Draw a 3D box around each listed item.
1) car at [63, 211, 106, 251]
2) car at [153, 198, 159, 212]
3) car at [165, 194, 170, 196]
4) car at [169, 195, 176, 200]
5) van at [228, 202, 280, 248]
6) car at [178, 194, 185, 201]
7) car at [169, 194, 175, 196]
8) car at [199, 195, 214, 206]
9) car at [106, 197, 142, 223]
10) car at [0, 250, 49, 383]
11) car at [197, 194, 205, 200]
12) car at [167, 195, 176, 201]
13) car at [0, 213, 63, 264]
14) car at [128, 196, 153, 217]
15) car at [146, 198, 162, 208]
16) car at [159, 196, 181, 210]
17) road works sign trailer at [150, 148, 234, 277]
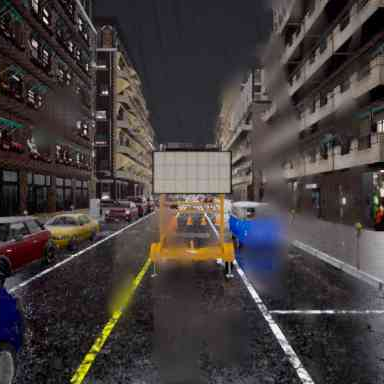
[{"bbox_3d":[-5.316,1.527,14.233,1.752,1.417,4.829,1,0,0],"label":"car"},{"bbox_3d":[-5.327,1.319,36.599,2.192,1.841,5.009,1,0,0],"label":"car"},{"bbox_3d":[-5.343,1.529,58.625,1.752,1.417,4.829,1,0,0],"label":"car"},{"bbox_3d":[-5.363,1.582,92.089,1.802,1.307,4.206,1,0,0],"label":"car"},{"bbox_3d":[2.566,1.343,14.427,1.690,1.788,3.998,1,0,0],"label":"van"},{"bbox_3d":[-2.802,1.352,84.591,2.097,1.767,4.553,0,0,0],"label":"car"},{"bbox_3d":[-5.347,1.318,69.893,2.192,1.841,5.009,1,0,0],"label":"car"},{"bbox_3d":[2.542,1.444,53.271,1.967,1.590,4.097,1,0,0],"label":"car"},{"bbox_3d":[-5.322,1.443,25.501,1.967,1.590,4.097,1,0,0],"label":"car"},{"bbox_3d":[-2.853,1.526,2.106,1.812,1.442,4.674,0,0,0],"label":"car"},{"bbox_3d":[2.519,1.440,92.115,1.967,1.590,4.097,1,0,0],"label":"car"},{"bbox_3d":[-5.360,1.567,86.540,1.947,1.339,4.313,1,0,0],"label":"car"},{"bbox_3d":[-5.312,1.442,8.854,1.967,1.590,4.097,1,0,0],"label":"car"},{"bbox_3d":[-5.324,1.319,31.050,2.192,1.841,5.009,1,0,0],"label":"car"},{"bbox_3d":[-5.337,1.586,47.697,1.802,1.307,4.206,1,0,0],"label":"car"},{"bbox_3d":[-2.877,1.568,43.557,1.994,1.385,4.181,0,0,0],"label":"car"},{"bbox_3d":[0.000,0.466,10.229,2.380,3.560,2.880,0,0,0],"label":"road works sign trailer"}]
